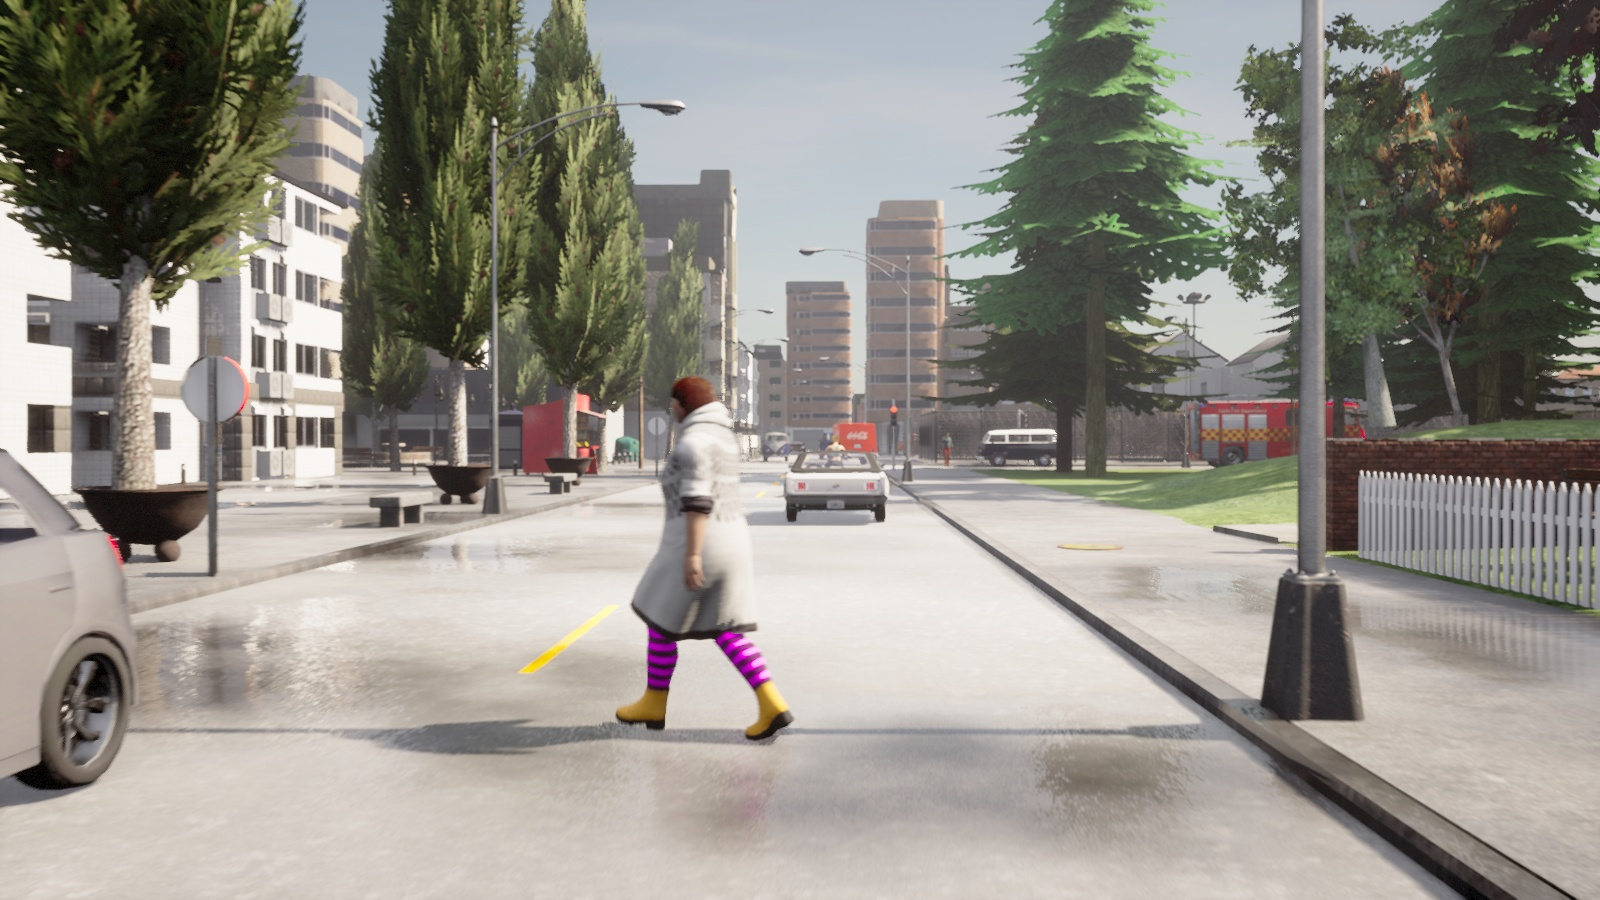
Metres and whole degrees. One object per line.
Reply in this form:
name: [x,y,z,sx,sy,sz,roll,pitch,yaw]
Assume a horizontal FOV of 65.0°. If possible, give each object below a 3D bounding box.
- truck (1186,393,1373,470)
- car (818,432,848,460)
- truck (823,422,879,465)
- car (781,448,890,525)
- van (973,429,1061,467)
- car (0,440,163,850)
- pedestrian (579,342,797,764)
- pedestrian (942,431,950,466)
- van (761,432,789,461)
truck: [24.441,-0.950,64.353,8.468,3.827,2.891,0,0,2]
car: [2.469,-0.341,94.109,2.150,2.045,5.566,0,0,2]
truck: [3.019,-0.384,75.228,2.627,2.467,5.204,0,1,-6]
car: [0.675,0.638,24.264,1.895,1.301,4.718,0,0,2]
van: [11.845,-0.111,68.693,4.480,2.038,2.069,0,0,1]
car: [-3.875,0.723,3.923,1.845,1.501,3.633,0,1,2]
pedestrian: [-0.550,0.475,6.283,0.873,1.952,0.659,0,1,24]
pedestrian: [7.694,-0.064,66.070,0.353,1.847,0.614,0,0,2]
van: [-1.711,-0.250,87.024,1.775,1.987,4.442,0,0,1]
